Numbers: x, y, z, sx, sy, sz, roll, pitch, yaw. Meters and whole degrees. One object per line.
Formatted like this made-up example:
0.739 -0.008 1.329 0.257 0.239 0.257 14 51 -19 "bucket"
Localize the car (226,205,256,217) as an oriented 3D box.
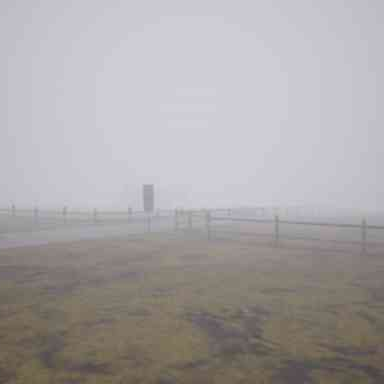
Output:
6.386 2.416 42.402 2.033 1.411 5.357 -1 -2 35 "car"
